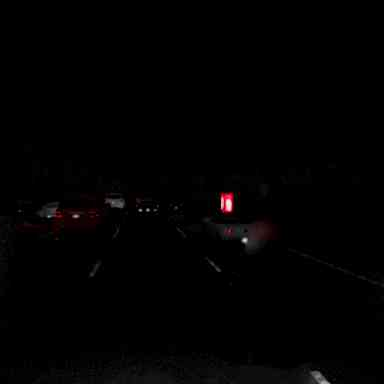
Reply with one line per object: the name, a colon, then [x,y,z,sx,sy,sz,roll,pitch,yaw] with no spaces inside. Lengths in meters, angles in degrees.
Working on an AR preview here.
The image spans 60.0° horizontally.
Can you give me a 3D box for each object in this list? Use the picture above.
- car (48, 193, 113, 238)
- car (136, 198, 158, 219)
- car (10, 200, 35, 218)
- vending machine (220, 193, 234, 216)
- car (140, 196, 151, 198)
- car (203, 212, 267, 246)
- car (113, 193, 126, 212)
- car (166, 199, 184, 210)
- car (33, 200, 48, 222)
car: [-5.746,1.199,17.908,2.150,2.045,5.566,0,0,-9]
car: [-3.925,1.510,29.226,2.033,1.411,5.357,0,0,-9]
car: [-14.674,1.441,30.051,1.882,1.535,5.008,0,0,-9]
vending machine: [3.306,1.155,31.335,1.100,2.100,0.880,0,0,-9]
car: [-6.155,1.297,43.801,2.097,1.767,4.553,0,0,-9]
car: [1.743,1.581,15.248,1.895,1.301,4.718,0,0,-9]
car: [-8.871,1.175,38.411,2.150,2.045,5.566,0,0,-9]
car: [-2.210,1.548,41.161,1.895,1.301,4.718,0,0,-9]
car: [-10.492,1.494,25.839,1.812,1.442,4.674,0,0,-9]
